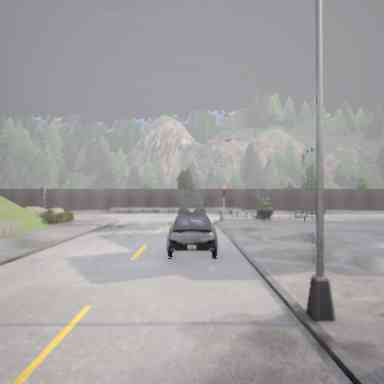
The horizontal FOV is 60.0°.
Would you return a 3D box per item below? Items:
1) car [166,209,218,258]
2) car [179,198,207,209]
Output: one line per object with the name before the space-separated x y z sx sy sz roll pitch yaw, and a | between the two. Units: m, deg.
car | 0.024 1.647 13.484 2.128 1.511 4.902 0 -1 1
car | 0.053 1.538 27.534 2.150 2.045 5.566 0 0 2
